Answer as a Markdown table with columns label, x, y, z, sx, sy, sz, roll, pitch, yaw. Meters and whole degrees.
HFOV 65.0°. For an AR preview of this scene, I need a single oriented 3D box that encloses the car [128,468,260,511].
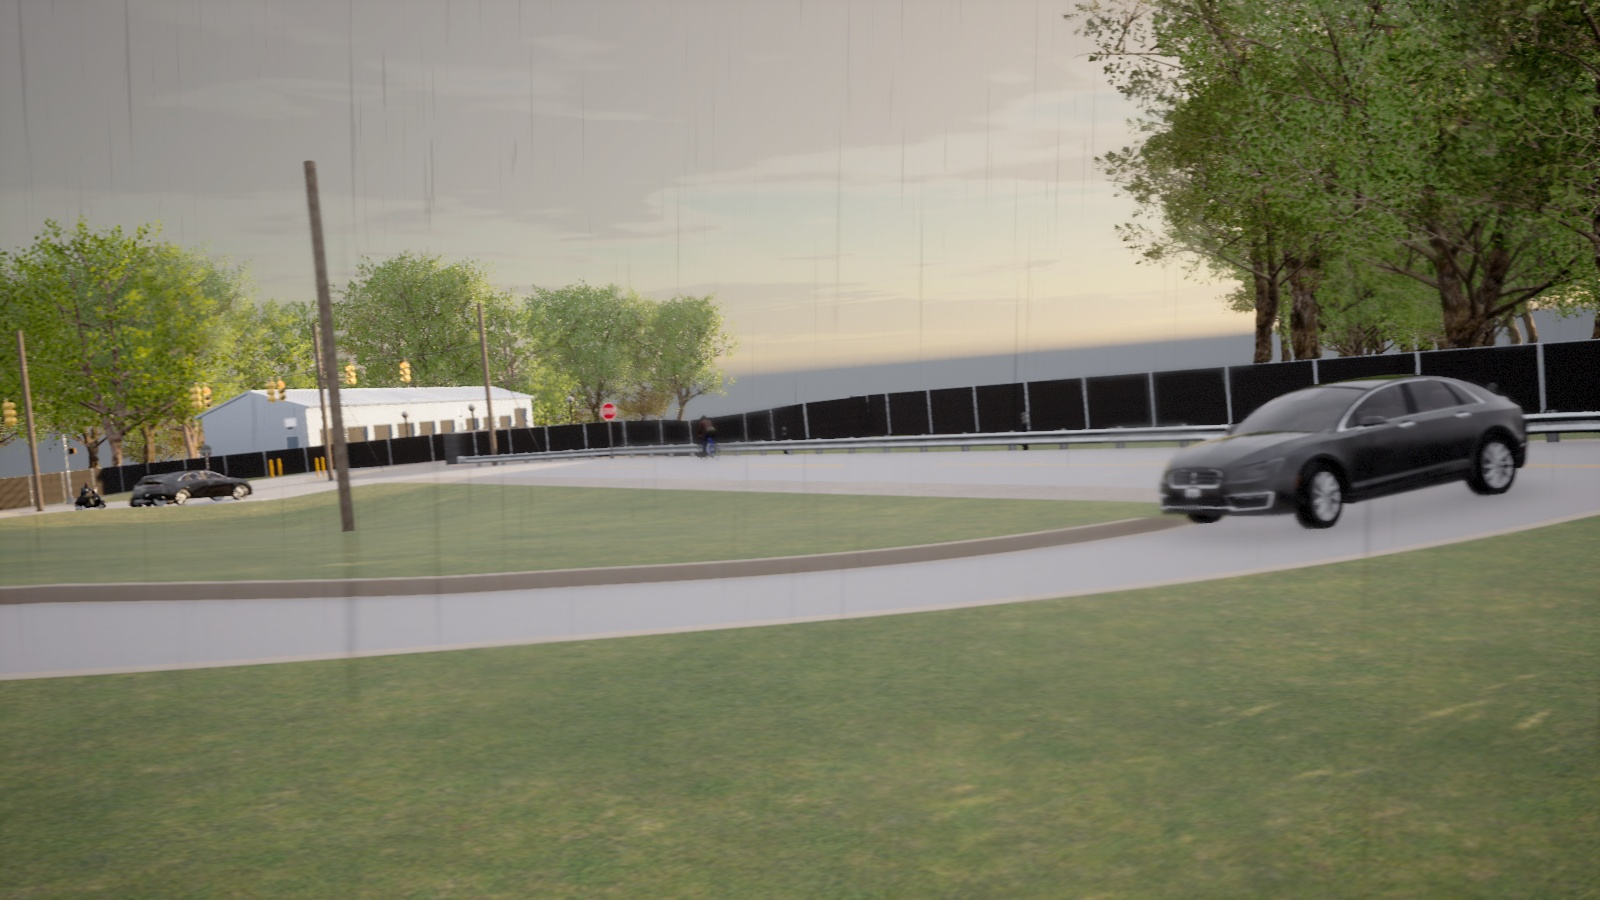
| label | x | y | z | sx | sy | sz | roll | pitch | yaw |
| --- | --- | --- | --- | --- | --- | --- | --- | --- | --- |
| car | -27.003 | 1.736 | 56.144 | 2.128 | 1.511 | 4.902 | -3 | 1 | 29 |

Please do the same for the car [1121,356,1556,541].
| label | x | y | z | sx | sy | sz | roll | pitch | yaw |
| --- | --- | --- | --- | --- | --- | --- | --- | --- | --- |
| car | 6.300 | -0.069 | 14.559 | 4.892 | 1.490 | 1.837 | -7 | 2 | -27 |

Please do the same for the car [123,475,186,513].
| label | x | y | z | sx | sy | sz | roll | pitch | yaw |
| --- | --- | --- | --- | --- | --- | --- | --- | --- | --- |
| car | -31.564 | 2.132 | 61.490 | 1.789 | 1.549 | 3.705 | -7 | 2 | -15 |

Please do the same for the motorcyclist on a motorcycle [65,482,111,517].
| label | x | y | z | sx | sy | sz | roll | pitch | yaw |
| --- | --- | --- | --- | --- | --- | --- | --- | --- | --- |
| motorcyclist on a motorcycle | -38.025 | 2.651 | 67.077 | 1.817 | 1.590 | 0.866 | -5 | 5 | 6 |

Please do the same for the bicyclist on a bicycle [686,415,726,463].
| label | x | y | z | sx | sy | sz | roll | pitch | yaw |
| --- | --- | --- | --- | --- | --- | --- | --- | --- | --- |
| bicyclist on a bicycle | -3.345 | -0.388 | 44.527 | 0.582 | 1.620 | 1.656 | -7 | 2 | -30 |
